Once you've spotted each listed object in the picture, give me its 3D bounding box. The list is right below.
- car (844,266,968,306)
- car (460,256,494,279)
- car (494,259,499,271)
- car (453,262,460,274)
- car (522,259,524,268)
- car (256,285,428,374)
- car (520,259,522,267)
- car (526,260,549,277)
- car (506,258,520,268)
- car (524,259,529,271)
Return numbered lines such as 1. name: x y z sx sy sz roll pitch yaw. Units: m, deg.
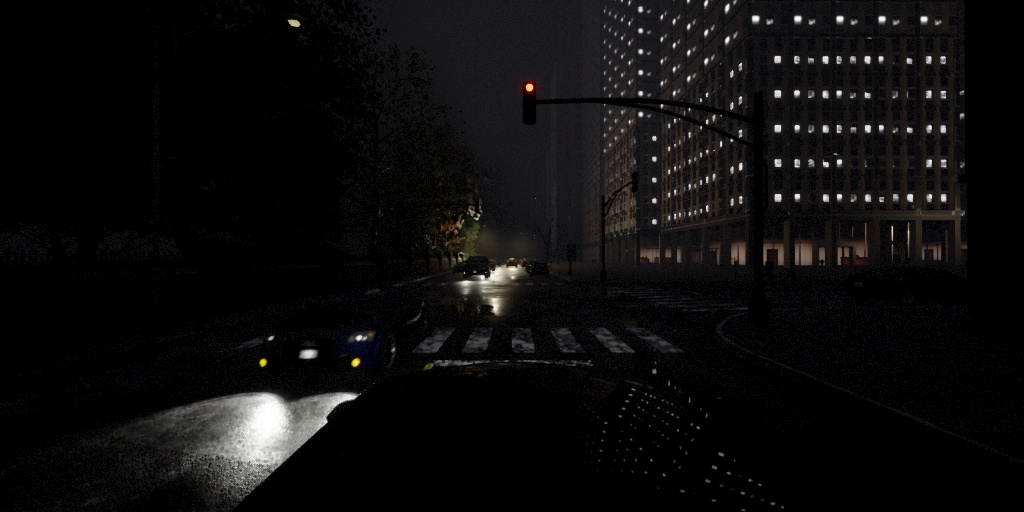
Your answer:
1. car: 14.681 1.026 13.052 4.313 1.339 1.948 0 0 0
2. car: -3.113 0.984 32.835 2.150 2.045 5.566 0 0 0
3. car: -3.113 1.263 46.147 2.128 1.511 4.902 0 0 0
4. car: -5.705 1.350 41.261 1.802 1.307 4.207 0 0 0
5. car: 2.674 1.339 46.896 1.948 1.339 4.313 0 0 0
6. car: -3.102 1.315 7.461 1.994 1.385 4.181 0 0 0
7. car: 2.669 1.337 63.794 1.888 1.381 4.507 0 0 0
8. car: 2.677 1.330 35.631 1.948 1.339 4.313 0 0 0
9. car: -0.021 1.267 62.083 1.882 1.535 5.008 0 0 0
10. car: 2.676 1.334 41.264 1.948 1.339 4.313 0 0 0
